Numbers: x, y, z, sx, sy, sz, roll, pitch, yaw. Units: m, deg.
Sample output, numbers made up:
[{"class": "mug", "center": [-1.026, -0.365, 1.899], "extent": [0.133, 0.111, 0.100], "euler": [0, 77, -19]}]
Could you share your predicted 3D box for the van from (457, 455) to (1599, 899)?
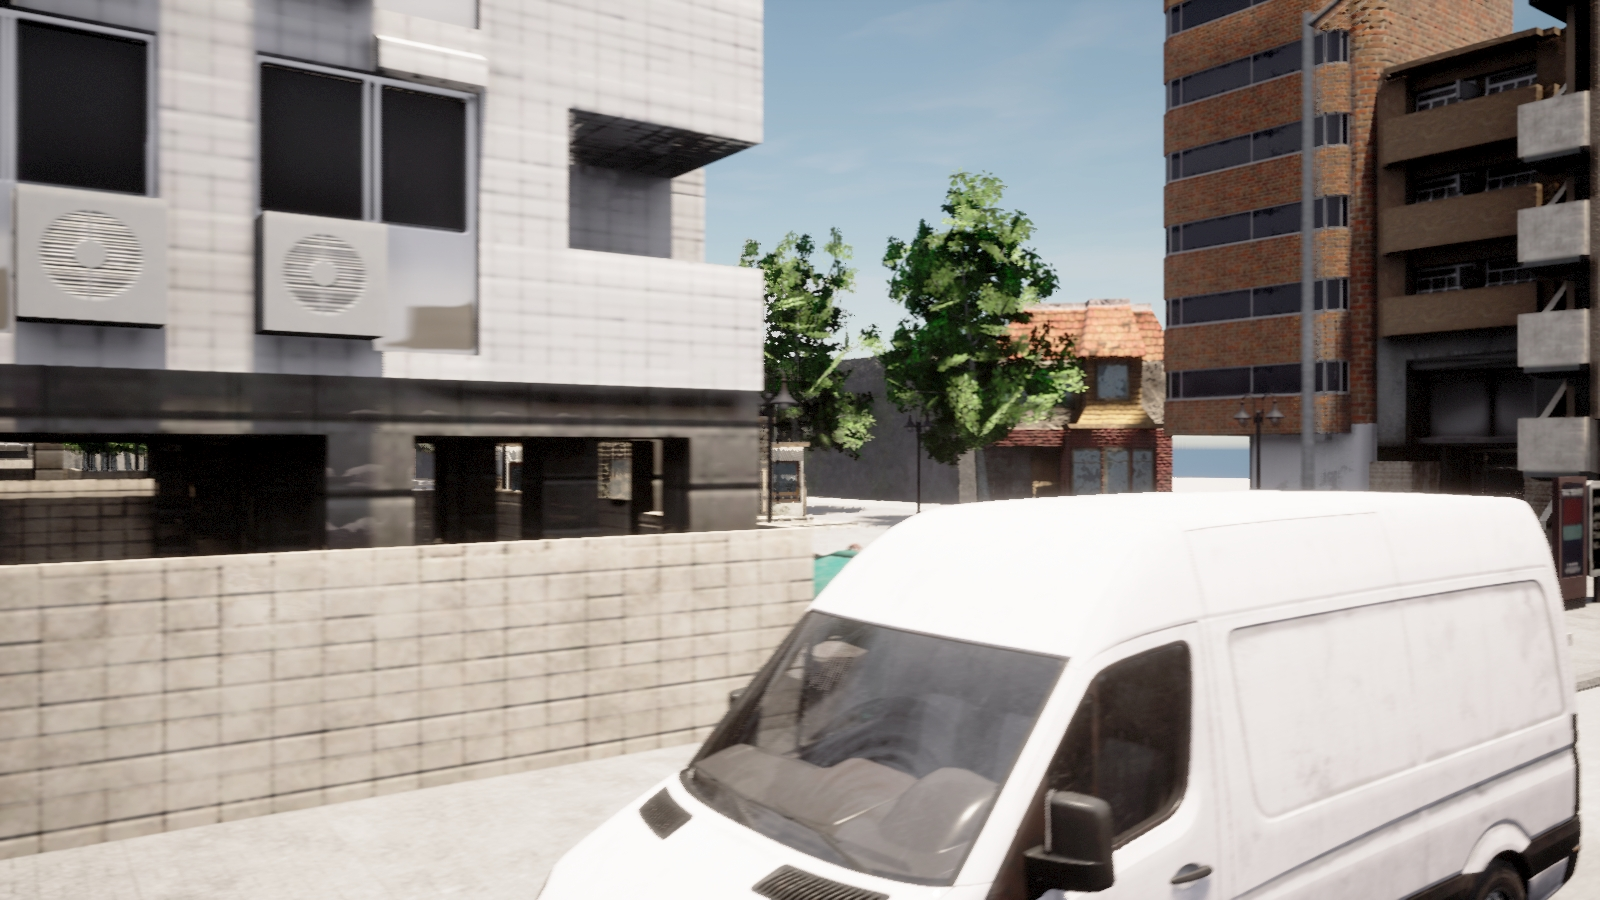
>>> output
[{"class": "van", "center": [1.582, 1.314, 5.582], "extent": [5.915, 2.561, 1.988], "euler": [0, 0, -36]}]
